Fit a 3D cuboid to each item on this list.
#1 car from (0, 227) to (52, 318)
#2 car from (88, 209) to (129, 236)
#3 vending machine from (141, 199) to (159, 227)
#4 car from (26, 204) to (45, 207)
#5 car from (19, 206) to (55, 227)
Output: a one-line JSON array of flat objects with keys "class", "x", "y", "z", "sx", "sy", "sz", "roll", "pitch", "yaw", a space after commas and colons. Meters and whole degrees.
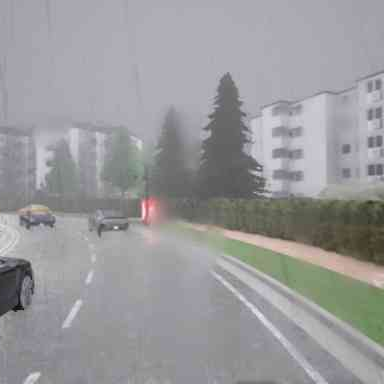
[{"class": "car", "x": -4.033, "y": 1.593, "z": 5.099, "sx": 2.128, "sy": 1.511, "sz": 4.902, "roll": 0, "pitch": -1, "yaw": -7}, {"class": "car", "x": -5.275, "y": 1.810, "z": 20.744, "sx": 2.128, "sy": 1.511, "sz": 4.902, "roll": 0, "pitch": -1, "yaw": -25}, {"class": "vending machine", "x": -3.264, "y": 1.562, "z": 25.653, "sx": 1.100, "sy": 2.100, "sz": 0.880, "roll": 0, "pitch": -1, "yaw": -30}, {"class": "car", "x": -17.021, "y": 2.085, "z": 36.032, "sx": 5.008, "sy": 1.535, "sz": 1.882, "roll": -1, "pitch": -1, "yaw": 42}, {"class": "car", "x": -11.863, "y": 2.027, "z": 25.280, "sx": 1.895, "sy": 1.301, "sz": 4.718, "roll": 0, "pitch": -1, "yaw": -34}]
